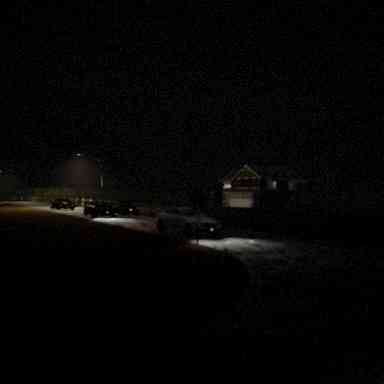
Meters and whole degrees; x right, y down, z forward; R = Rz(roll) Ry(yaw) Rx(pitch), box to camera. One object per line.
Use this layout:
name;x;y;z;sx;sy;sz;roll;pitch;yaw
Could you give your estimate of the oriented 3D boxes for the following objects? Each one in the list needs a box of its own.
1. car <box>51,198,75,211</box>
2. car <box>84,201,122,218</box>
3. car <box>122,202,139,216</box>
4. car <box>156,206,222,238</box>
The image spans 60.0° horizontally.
car;-15.530;1.452;39.997;1.837;1.490;4.892;2;-1;-35
car;-8.104;1.520;29.328;1.994;1.385;4.181;2;-1;-33
car;-6.813;1.614;32.425;1.994;1.385;4.181;2;-1;-35
car;-0.322;1.529;18.048;1.812;1.442;4.674;2;-1;-34
